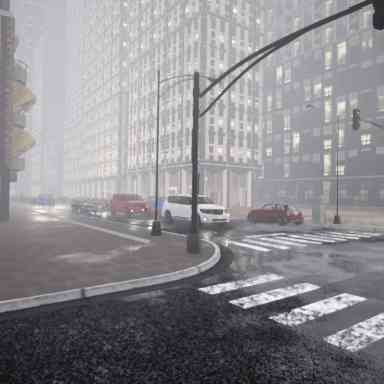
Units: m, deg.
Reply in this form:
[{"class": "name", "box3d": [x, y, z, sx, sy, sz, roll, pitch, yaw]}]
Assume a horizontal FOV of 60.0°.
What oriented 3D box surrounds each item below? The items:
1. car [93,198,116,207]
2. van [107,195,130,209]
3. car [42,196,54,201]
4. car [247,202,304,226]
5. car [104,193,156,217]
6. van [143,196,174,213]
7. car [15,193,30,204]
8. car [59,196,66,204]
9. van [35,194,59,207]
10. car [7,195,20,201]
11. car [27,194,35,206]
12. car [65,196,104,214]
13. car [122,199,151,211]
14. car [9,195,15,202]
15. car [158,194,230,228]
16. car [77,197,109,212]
[{"class": "car", "box3d": [-13.643, 1.586, 51.635, 1.947, 1.339, 4.313, 1, -1, -35]}, {"class": "van", "box3d": [-10.387, 1.367, 47.019, 1.690, 1.788, 3.998, 1, -1, -35]}, {"class": "car", "box3d": [-36.404, 1.569, 83.966, 1.802, 1.307, 4.206, 1, -1, -35]}, {"class": "car", "box3d": [5.869, 1.504, 23.923, 1.967, 1.590, 4.097, 1, -1, -35]}, {"class": "car", "box3d": [-5.686, 1.155, 30.289, 2.150, 2.045, 5.566, 1, -1, -35]}, {"class": "van", "box3d": [-3.884, 1.381, 37.781, 1.690, 1.788, 3.998, 1, -1, -35]}, {"class": "car", "box3d": [-30.245, 1.154, 60.671, 2.192, 1.841, 5.009, 1, -1, -35]}, {"class": "car", "box3d": [-23.978, 1.433, 61.818, 1.882, 1.535, 5.008, 1, -1, -35]}, {"class": "van", "box3d": [-20.490, 1.196, 46.814, 1.690, 1.788, 3.998, 1, -1, -35]}, {"class": "car", "box3d": [-40.003, 1.377, 74.525, 2.008, 1.369, 4.403, 1, -1, -35]}, {"class": "car", "box3d": [-23.746, 1.431, 51.431, 1.802, 1.307, 4.206, 1, -1, -35]}, {"class": "car", "box3d": [-10.740, 1.426, 32.956, 2.008, 1.369, 4.403, 1, -1, -35]}, {"class": "car", "box3d": [-7.139, 1.584, 42.397, 2.008, 1.369, 4.403, 1, -1, -35]}, {"class": "car", "box3d": [-36.752, 1.396, 69.906, 1.947, 1.339, 4.313, 1, -1, -35]}, {"class": "car", "box3d": [0.083, 1.170, 22.090, 2.150, 2.045, 5.566, 1, -1, -35]}, {"class": "car", "box3d": [-11.524, 1.412, 38.592, 2.128, 1.511, 4.902, 1, -1, -35]}]
